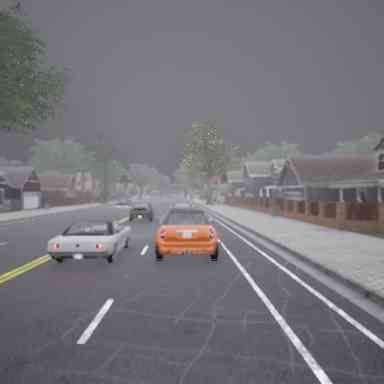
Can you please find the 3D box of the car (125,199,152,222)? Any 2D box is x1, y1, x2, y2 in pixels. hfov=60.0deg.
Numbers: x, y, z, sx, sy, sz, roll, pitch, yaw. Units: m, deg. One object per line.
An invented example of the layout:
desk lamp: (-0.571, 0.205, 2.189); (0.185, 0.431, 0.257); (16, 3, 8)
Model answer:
car: (-4.071, 1.626, 27.802); (1.837, 1.490, 4.892); (0, 0, -2)

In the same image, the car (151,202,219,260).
car: (-0.210, 1.405, 12.748); (2.097, 1.767, 4.553); (0, 0, -1)

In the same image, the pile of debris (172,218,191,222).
pile of debris: (-0.846, 2.291, 27.403); (1.500, 0.140, 1.860); (0, 0, -3)

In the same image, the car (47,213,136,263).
car: (-3.443, 1.654, 12.153); (1.895, 1.301, 4.718); (0, 0, -1)

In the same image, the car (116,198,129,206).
car: (-12.036, 1.819, 58.630); (1.994, 1.385, 4.181); (0, 0, -2)

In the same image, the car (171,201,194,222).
car: (-0.866, 1.600, 29.089); (1.882, 1.535, 5.008); (0, 0, -2)

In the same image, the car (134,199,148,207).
car: (-8.758, 1.851, 57.853); (1.895, 1.301, 4.718); (0, 0, -2)
